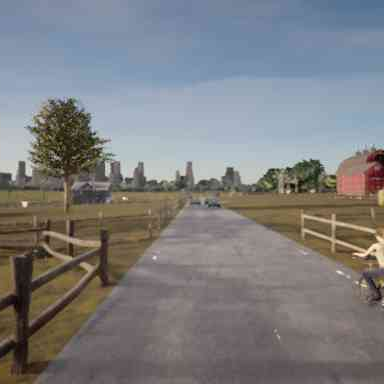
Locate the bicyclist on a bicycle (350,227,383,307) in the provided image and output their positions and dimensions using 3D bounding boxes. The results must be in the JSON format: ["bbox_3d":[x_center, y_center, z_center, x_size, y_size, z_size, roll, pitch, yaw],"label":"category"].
[{"bbox_3d":[3.533,1.470,6.321,0.866,1.612,1.509,0,0,1],"label":"bicyclist on a bicycle"}]

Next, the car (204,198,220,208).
[{"bbox_3d":[3.413,1.720,52.404,2.033,1.411,5.357,0,0,1],"label":"car"}]

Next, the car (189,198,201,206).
[{"bbox_3d":[0.592,1.738,57.885,1.994,1.385,4.181,0,0,1],"label":"car"}]

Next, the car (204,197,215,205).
[{"bbox_3d":[3.471,1.792,65.891,1.994,1.385,4.181,0,0,1],"label":"car"}]
